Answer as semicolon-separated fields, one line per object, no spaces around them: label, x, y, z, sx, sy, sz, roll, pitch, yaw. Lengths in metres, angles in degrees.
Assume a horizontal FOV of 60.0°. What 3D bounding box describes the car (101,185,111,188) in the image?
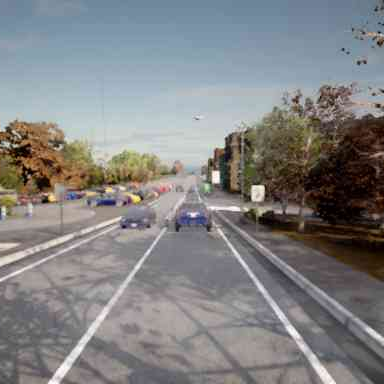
car;-22.953;-0.120;78.843;5.566;2.045;2.435;0;2;0

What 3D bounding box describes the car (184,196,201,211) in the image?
car;0.044;1.337;39.674;1.837;1.490;4.892;1;1;0

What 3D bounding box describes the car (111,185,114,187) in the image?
car;-22.915;-0.252;84.424;4.553;1.767;2.185;0;3;0

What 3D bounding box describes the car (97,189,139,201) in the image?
car;-10.119;0.815;45.497;4.553;1.767;2.185;0;0;0

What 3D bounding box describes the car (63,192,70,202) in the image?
car;-23.293;0.860;53.899;5.366;1.575;1.946;0;1;0

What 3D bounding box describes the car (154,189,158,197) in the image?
car;-9.955;0.576;67.793;4.792;1.488;2.163;0;2;0

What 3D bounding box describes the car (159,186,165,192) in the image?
car;-9.819;0.005;81.715;5.008;1.535;2.097;0;3;0

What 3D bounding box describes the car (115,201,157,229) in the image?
car;-3.369;1.551;22.001;2.033;1.411;5.357;0;0;0

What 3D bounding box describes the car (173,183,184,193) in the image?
car;-3.391;-0.916;93.258;2.150;2.045;5.566;0;3;0

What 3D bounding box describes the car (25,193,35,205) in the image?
car;-23.192;0.982;42.614;4.674;1.452;2.002;0;0;0

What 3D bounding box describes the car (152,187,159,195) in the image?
car;-9.936;0.330;70.574;4.553;1.767;2.185;0;2;0

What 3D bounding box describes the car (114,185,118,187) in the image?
car;-22.858;-0.267;87.211;5.008;1.535;2.097;0;3;0

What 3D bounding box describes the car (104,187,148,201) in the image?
car;-10.076;0.651;51.068;5.566;2.045;2.435;0;1;0

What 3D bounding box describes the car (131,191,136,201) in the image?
car;-10.138;0.978;42.712;4.792;1.488;2.163;0;0;0

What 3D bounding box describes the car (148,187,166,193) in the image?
car;-9.737;-0.560;92.840;5.008;1.535;2.097;0;3;0

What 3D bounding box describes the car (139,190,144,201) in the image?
car;-10.063;0.926;48.277;5.008;1.535;2.097;0;1;0

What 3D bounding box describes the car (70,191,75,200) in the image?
car;-23.059;0.851;56.553;4.792;1.488;2.163;0;1;0

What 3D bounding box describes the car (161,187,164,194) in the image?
car;-9.838;0.130;78.929;5.008;1.535;2.097;0;2;0

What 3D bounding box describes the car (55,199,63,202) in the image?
car;-23.313;0.893;51.104;5.366;1.575;1.946;0;1;0

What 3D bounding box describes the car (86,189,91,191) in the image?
car;-23.020;0.624;65.050;4.892;1.521;2.231;0;1;0

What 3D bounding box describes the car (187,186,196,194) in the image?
car;-0.142;-0.350;87.017;2.128;1.511;4.902;0;3;0

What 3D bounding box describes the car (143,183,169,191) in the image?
car;-9.791;-0.665;90.047;5.566;2.045;2.435;0;3;0

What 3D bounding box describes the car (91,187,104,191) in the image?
car;-22.780;0.352;73.279;5.366;1.575;1.946;0;2;0

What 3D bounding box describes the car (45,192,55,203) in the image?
car;-23.177;0.950;48.311;4.792;1.488;2.163;0;0;0

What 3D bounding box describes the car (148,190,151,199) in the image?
car;-9.978;0.855;56.639;4.792;1.488;2.163;0;1;0

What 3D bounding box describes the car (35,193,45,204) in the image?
car;-23.172;0.975;45.399;4.674;1.452;2.002;0;0;0

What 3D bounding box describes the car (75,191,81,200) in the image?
car;-23.062;0.765;59.344;5.008;1.535;2.097;0;1;0

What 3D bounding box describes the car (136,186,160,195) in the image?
car;-9.916;0.230;73.352;4.553;1.767;2.185;0;2;0

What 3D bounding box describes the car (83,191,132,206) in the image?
car;-10.100;0.985;39.928;4.792;1.488;2.163;0;0;0

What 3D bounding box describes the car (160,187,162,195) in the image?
car;-9.867;0.287;76.144;4.674;1.452;2.002;0;3;0

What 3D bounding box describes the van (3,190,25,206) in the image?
van;-23.082;0.725;39.939;4.442;1.987;1.878;1;0;0

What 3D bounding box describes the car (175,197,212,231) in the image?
car;0.072;1.355;20.785;2.097;1.767;4.553;0;0;0

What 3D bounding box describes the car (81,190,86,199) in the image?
car;-23.042;0.700;62.133;5.008;1.535;2.097;0;1;0

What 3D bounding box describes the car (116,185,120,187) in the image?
car;-23.028;-0.422;90.117;5.366;1.575;1.946;0;3;0

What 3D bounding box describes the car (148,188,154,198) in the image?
car;-9.935;0.577;62.216;4.553;1.767;2.185;0;1;0
